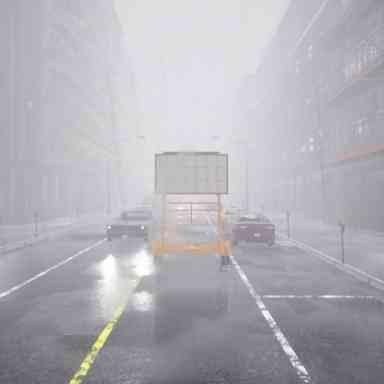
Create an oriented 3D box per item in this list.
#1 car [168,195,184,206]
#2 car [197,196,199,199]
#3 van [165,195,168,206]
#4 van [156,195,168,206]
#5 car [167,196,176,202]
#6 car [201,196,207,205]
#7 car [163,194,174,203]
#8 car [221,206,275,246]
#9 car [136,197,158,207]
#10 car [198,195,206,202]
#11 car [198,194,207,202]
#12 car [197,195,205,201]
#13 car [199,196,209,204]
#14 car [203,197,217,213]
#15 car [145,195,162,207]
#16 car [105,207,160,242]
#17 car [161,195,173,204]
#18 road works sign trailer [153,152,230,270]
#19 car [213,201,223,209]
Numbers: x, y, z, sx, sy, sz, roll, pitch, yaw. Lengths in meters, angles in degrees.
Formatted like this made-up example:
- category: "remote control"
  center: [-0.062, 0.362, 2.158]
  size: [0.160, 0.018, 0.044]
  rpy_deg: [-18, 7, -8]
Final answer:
- category: "car"
  center: [-2.863, 1.607, 57.652]
  size: [1.882, 1.535, 5.008]
  rpy_deg: [0, 0, 0]
- category: "car"
  center: [2.550, 1.704, 65.124]
  size: [1.887, 1.381, 4.507]
  rpy_deg: [1, 0, 0]
- category: "van"
  center: [-5.318, 1.458, 54.120]
  size: [1.690, 1.788, 3.998]
  rpy_deg: [2, 0, 0]
- category: "van"
  center: [-5.322, 1.479, 59.652]
  size: [1.690, 1.788, 3.998]
  rpy_deg: [1, 0, 0]
- category: "car"
  center: [-5.343, 1.828, 87.304]
  size: [1.947, 1.339, 4.313]
  rpy_deg: [1, 0, 0]
- category: "car"
  center: [2.562, 1.633, 43.002]
  size: [2.008, 1.369, 4.403]
  rpy_deg: [1, 0, 0]
- category: "car"
  center: [-5.330, 1.524, 76.243]
  size: [2.192, 1.841, 5.009]
  rpy_deg: [1, 0, 0]
- category: "car"
  center: [2.578, 1.563, 15.348]
  size: [1.887, 1.381, 4.507]
  rpy_deg: [1, 0, 0]
- category: "car"
  center: [-5.314, 1.592, 37.359]
  size: [1.752, 1.417, 4.829]
  rpy_deg: [2, 0, 0]
- category: "car"
  center: [2.554, 1.682, 59.594]
  size: [1.887, 1.381, 4.507]
  rpy_deg: [1, 0, 0]
- category: "car"
  center: [2.512, 1.549, 81.718]
  size: [2.192, 1.841, 5.009]
  rpy_deg: [1, 0, 0]
- category: "car"
  center: [2.503, 1.733, 92.781]
  size: [1.967, 1.590, 4.097]
  rpy_deg: [1, 0, 0]
- category: "car"
  center: [2.557, 1.624, 70.656]
  size: [1.967, 1.590, 4.097]
  rpy_deg: [1, 0, 0]
- category: "car"
  center: [2.565, 1.612, 37.470]
  size: [1.887, 1.381, 4.507]
  rpy_deg: [1, 0, 0]
- category: "car"
  center: [-5.312, 1.397, 43.062]
  size: [2.192, 1.841, 5.009]
  rpy_deg: [2, 0, 0]
- category: "car"
  center: [-2.857, 1.621, 16.520]
  size: [1.895, 1.301, 4.718]
  rpy_deg: [0, 0, 0]
- category: "car"
  center: [-5.328, 1.499, 70.713]
  size: [2.192, 1.841, 5.009]
  rpy_deg: [1, 0, 0]
- category: "road works sign trailer"
  center: [-0.017, 0.476, 11.018]
  size: [2.380, 3.560, 2.880]
  rpy_deg: [0, 0, 0]
- category: "car"
  center: [2.575, 1.553, 21.050]
  size: [1.752, 1.417, 4.829]
  rpy_deg: [1, 0, 0]
